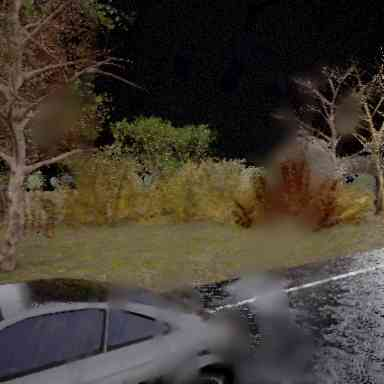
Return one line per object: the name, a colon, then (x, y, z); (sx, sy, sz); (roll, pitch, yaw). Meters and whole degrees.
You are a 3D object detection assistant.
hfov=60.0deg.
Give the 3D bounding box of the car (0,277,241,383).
car: (-1.579, 1.564, 2.869); (4.181, 1.385, 1.994); (0, 0, -36)
